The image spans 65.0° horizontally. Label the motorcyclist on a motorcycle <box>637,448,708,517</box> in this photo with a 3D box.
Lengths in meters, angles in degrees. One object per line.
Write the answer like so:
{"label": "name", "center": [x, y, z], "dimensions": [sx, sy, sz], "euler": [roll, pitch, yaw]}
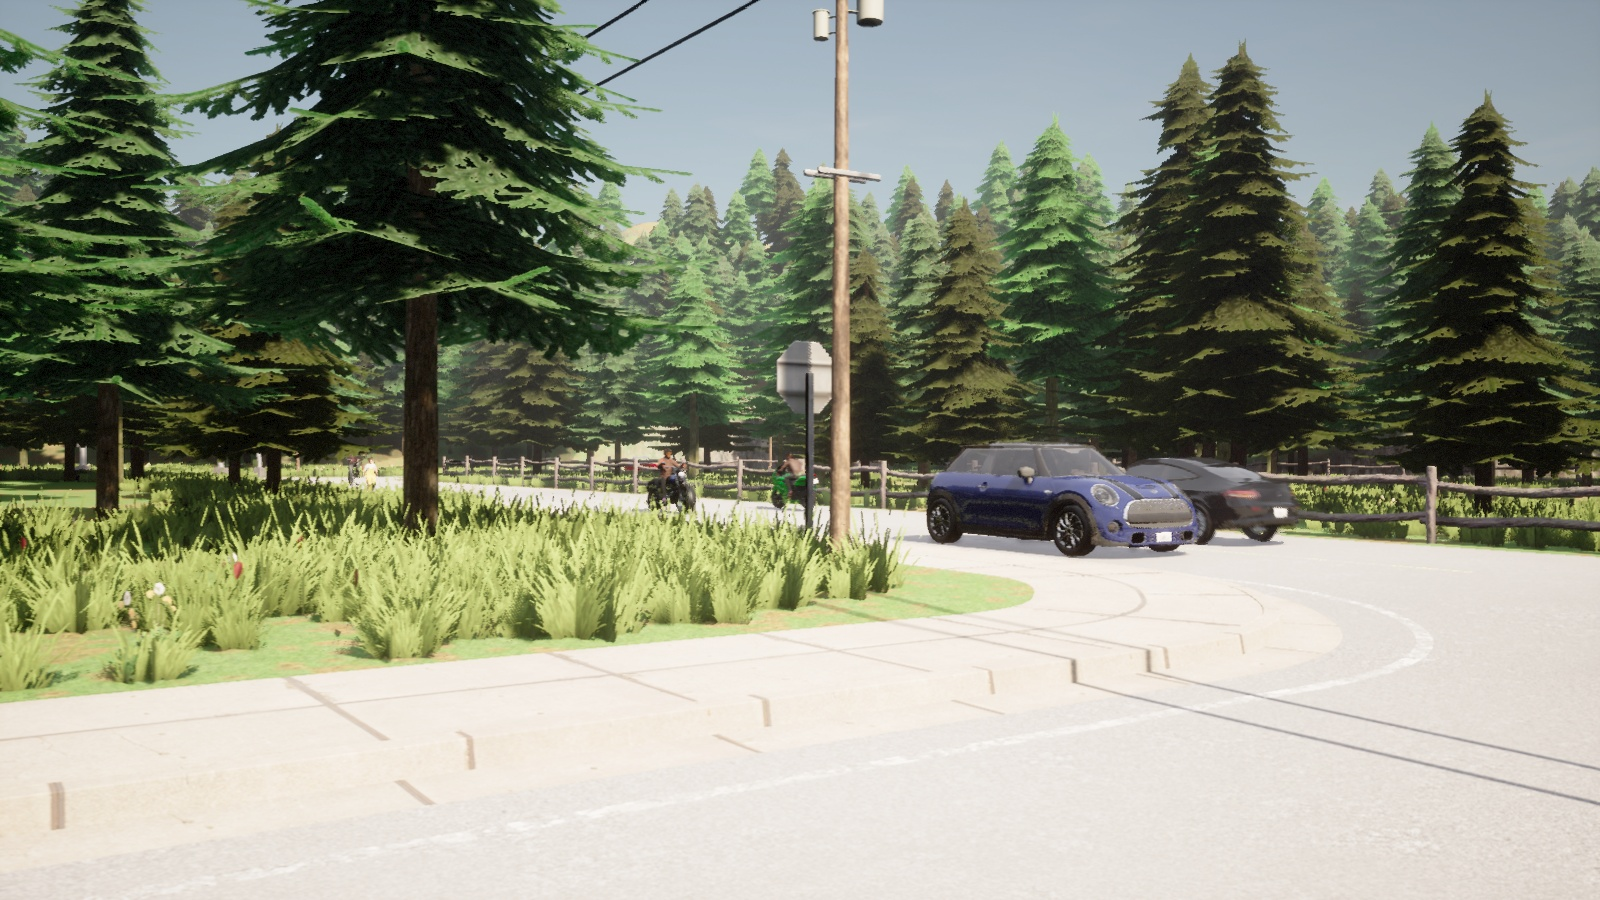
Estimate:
{"label": "motorcyclist on a motorcycle", "center": [-3.165, 0.778, 31.001], "dimensions": [0.766, 1.649, 2.350], "euler": [0, 0, -33]}

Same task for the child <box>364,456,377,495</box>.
{"label": "child", "center": [-13.798, 0.814, 40.350], "dimensions": [0.270, 1.263, 0.437], "euler": [0, 0, -34]}

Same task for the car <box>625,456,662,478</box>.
{"label": "car", "center": [-10.322, 1.109, 82.787], "dimensions": [2.207, 1.376, 1.481], "euler": [0, -1, -16]}

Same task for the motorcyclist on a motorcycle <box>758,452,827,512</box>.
{"label": "motorcyclist on a motorcycle", "center": [-0.215, 0.815, 32.880], "dimensions": [0.797, 1.523, 2.044], "euler": [0, 0, -34]}

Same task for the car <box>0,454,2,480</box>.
{"label": "car", "center": [-49.412, 1.004, 72.880], "dimensions": [4.792, 1.488, 2.163], "euler": [0, 0, -7]}

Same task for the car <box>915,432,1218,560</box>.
{"label": "car", "center": [4.024, 0.640, 19.757], "dimensions": [2.097, 1.767, 4.553], "euler": [0, 0, -32]}

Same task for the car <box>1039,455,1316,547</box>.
{"label": "car", "center": [6.533, 0.815, 22.299], "dimensions": [1.812, 1.442, 4.674], "euler": [0, 0, -32]}
